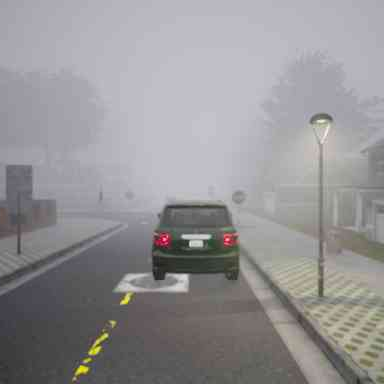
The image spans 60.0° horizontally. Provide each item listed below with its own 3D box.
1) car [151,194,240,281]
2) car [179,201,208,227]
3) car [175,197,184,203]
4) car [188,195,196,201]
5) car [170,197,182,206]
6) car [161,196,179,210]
[{"bbox_3d":[0.099,1.218,9.995,2.150,2.045,5.566,0,0,0],"label":"car"},{"bbox_3d":[0.110,1.485,24.237,1.882,1.535,5.008,0,0,0],"label":"car"},{"bbox_3d":[-2.730,1.689,73.699,1.895,1.301,4.718,0,0,0],"label":"car"},{"bbox_3d":[0.024,1.467,83.019,1.837,1.490,4.892,0,0,0],"label":"car"},{"bbox_3d":[-2.799,1.622,58.588,1.994,1.385,4.181,0,0,0],"label":"car"},{"bbox_3d":[-2.830,1.387,43.875,2.097,1.767,4.553,0,0,0],"label":"car"}]
